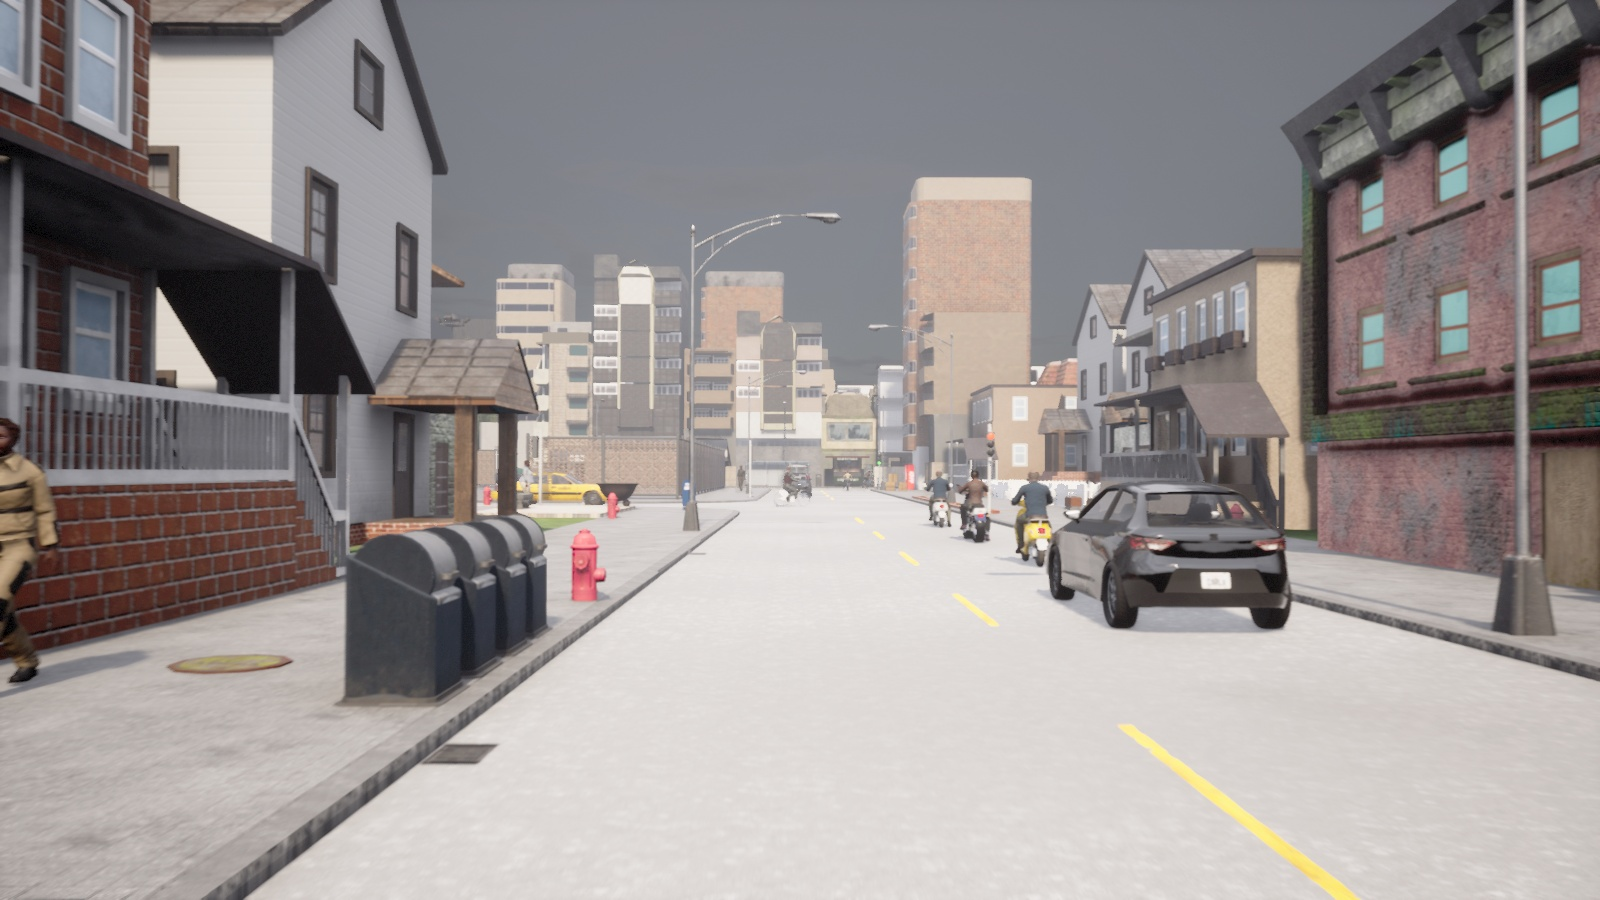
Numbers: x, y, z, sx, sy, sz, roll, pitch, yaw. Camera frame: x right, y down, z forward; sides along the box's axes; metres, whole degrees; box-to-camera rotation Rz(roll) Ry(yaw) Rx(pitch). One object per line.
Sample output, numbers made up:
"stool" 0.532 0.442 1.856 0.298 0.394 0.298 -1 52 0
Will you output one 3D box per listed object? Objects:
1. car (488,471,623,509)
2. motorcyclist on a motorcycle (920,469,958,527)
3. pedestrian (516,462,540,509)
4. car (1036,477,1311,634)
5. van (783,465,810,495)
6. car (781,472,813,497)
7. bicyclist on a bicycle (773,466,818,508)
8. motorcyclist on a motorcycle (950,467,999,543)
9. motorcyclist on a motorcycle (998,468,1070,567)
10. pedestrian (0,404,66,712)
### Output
"car" -10.327 1.687 53.295 5.366 1.575 1.801 0 -1 0
"motorcyclist on a motorcycle" 3.919 1.347 35.508 0.866 1.590 1.817 0 -1 0
"pedestrian" -10.738 1.393 49.524 0.900 1.855 0.874 0 -1 -14
"car" 3.963 1.048 14.085 1.816 1.474 4.193 0 -1 0
"van" -0.207 2.000 85.521 1.775 1.987 4.442 0 -1 0
"car" -0.153 2.115 76.852 1.816 1.474 4.193 0 -1 1
"bicyclist on a bicycle" -0.208 1.604 54.844 1.843 1.776 0.659 0 -3 -29
"motorcyclist on a motorcycle" 3.926 1.225 28.440 0.766 1.649 2.350 0 -1 0
"motorcyclist on a motorcycle" 3.944 1.109 21.283 0.866 1.590 1.817 0 -1 0
"pedestrian" -5.178 0.682 8.210 0.396 1.930 0.692 0 -1 -6
